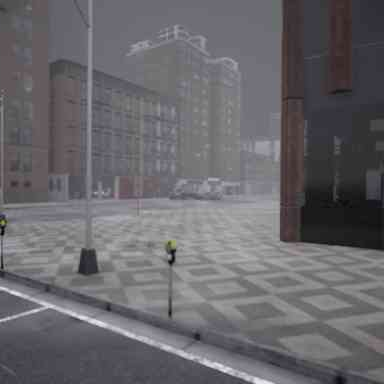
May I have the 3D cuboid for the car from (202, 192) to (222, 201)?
[{"bbox_3d":[2.779,0.682,52.390,2.033,1.411,5.357,1,1,36],"label":"car"}]

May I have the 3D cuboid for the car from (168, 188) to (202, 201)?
[{"bbox_3d":[-1.334,0.350,52.261,2.150,2.045,5.566,1,1,36],"label":"car"}]
